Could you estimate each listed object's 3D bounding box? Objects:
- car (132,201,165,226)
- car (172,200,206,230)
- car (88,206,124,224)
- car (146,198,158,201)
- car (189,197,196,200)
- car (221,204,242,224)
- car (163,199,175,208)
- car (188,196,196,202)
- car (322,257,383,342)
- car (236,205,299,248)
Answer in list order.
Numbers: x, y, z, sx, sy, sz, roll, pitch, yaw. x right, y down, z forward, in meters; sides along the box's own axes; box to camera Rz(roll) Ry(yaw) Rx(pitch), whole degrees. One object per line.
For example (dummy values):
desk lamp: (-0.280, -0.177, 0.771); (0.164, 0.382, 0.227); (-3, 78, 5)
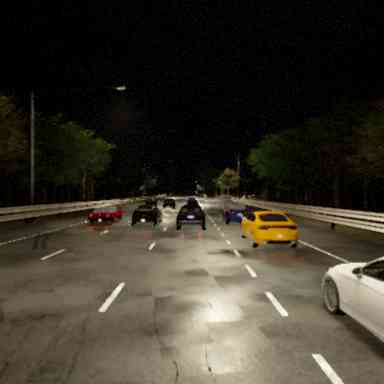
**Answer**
car: (-3.411, 1.719, 25.626); (1.837, 1.490, 4.892); (0, 0, 0)
car: (-0.054, 1.630, 22.958); (2.033, 1.649, 4.856); (0, 0, 0)
car: (-6.911, 1.819, 27.198); (1.895, 1.301, 4.718); (0, 0, 0)
car: (-6.922, 1.798, 56.641); (2.128, 1.511, 4.902); (0, 0, 0)
car: (0.077, 1.831, 56.103); (1.812, 1.442, 4.674); (0, 0, 0)
car: (3.489, 1.719, 26.752); (2.163, 1.488, 4.792); (0, 0, 0)
car: (-3.419, 1.796, 50.877); (1.837, 1.490, 4.892); (0, 0, 0)
car: (-0.036, 1.946, 90.512); (2.033, 1.411, 5.357); (0, 0, 0)
car: (3.498, 1.572, 4.727); (1.812, 1.442, 4.674); (0, -1, 0)
car: (3.493, 1.624, 15.726); (1.882, 1.535, 5.008); (0, 0, 0)
